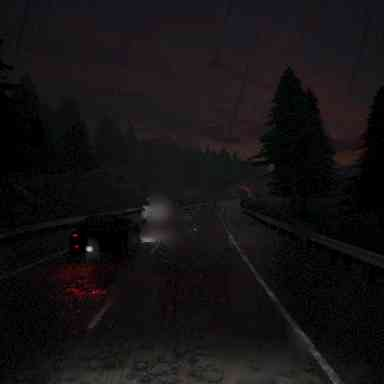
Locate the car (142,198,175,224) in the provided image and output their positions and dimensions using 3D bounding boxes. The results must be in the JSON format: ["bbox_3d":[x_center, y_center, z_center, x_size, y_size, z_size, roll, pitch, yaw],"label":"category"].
[{"bbox_3d":[-2.684,1.477,27.415,2.150,2.045,5.566,0,0,4],"label":"car"}]

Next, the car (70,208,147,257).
[{"bbox_3d":[-3.295,1.631,13.427,1.837,1.490,4.892,0,0,2],"label":"car"}]
